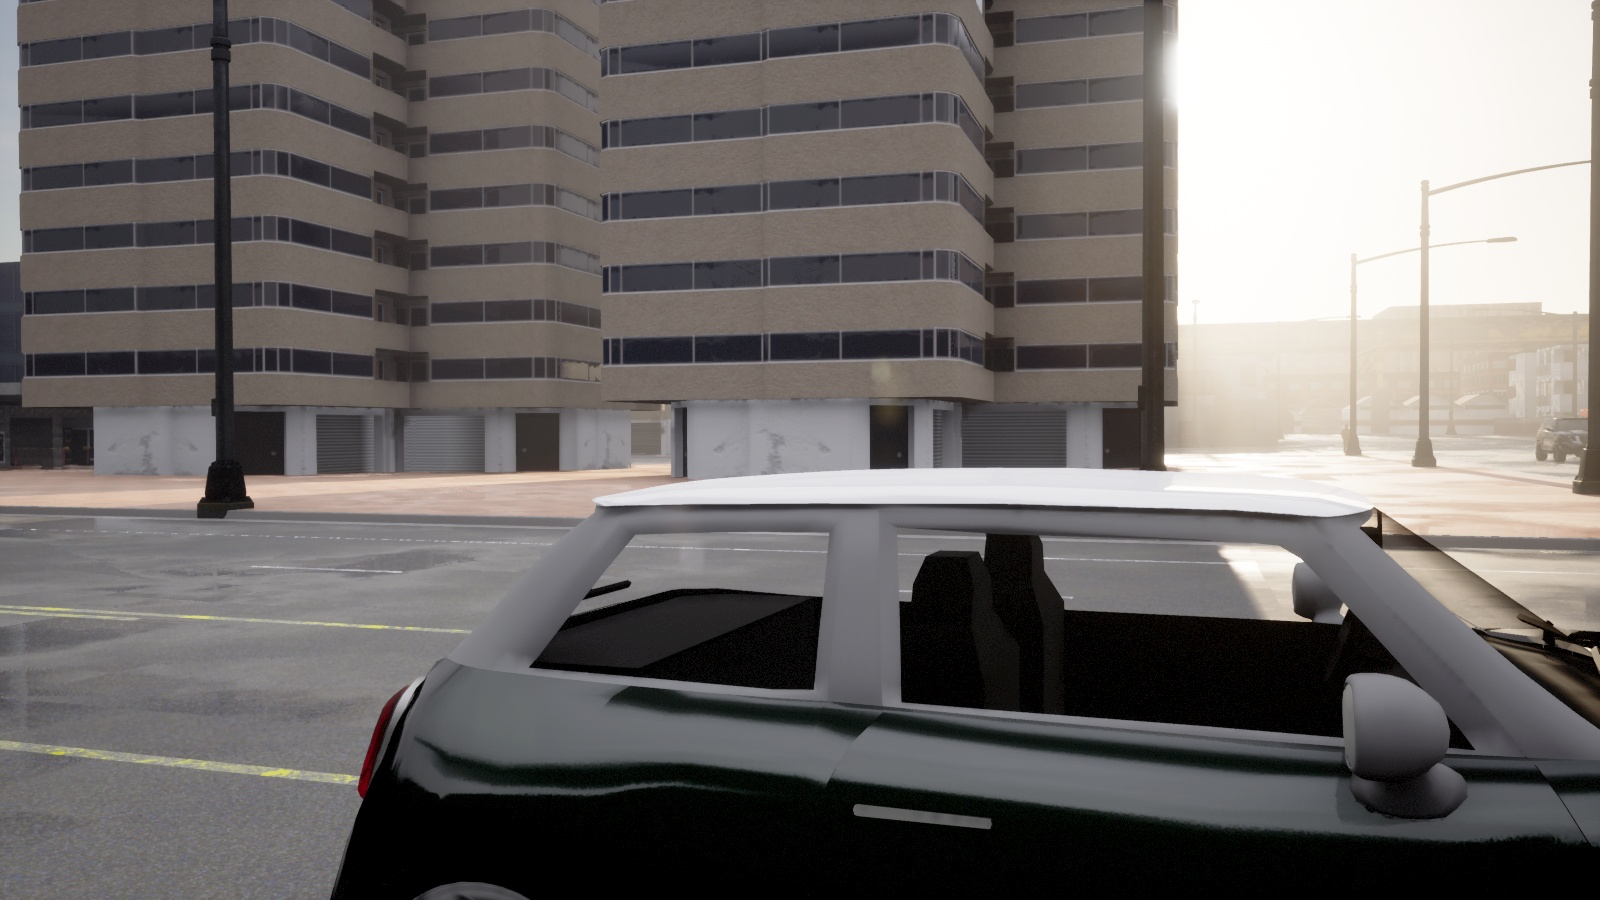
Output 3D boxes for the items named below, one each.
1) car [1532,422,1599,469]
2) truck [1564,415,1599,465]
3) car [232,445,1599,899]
[{"bbox_3d":[34.835,-0.229,56.548,2.150,2.045,5.566,1,1,19],"label":"car"},{"bbox_3d":[40.806,-0.523,63.484,2.627,2.467,5.204,0,1,18],"label":"truck"},{"bbox_3d":[0.941,0.749,2.925,3.806,1.475,1.970,1,1,19],"label":"car"}]
